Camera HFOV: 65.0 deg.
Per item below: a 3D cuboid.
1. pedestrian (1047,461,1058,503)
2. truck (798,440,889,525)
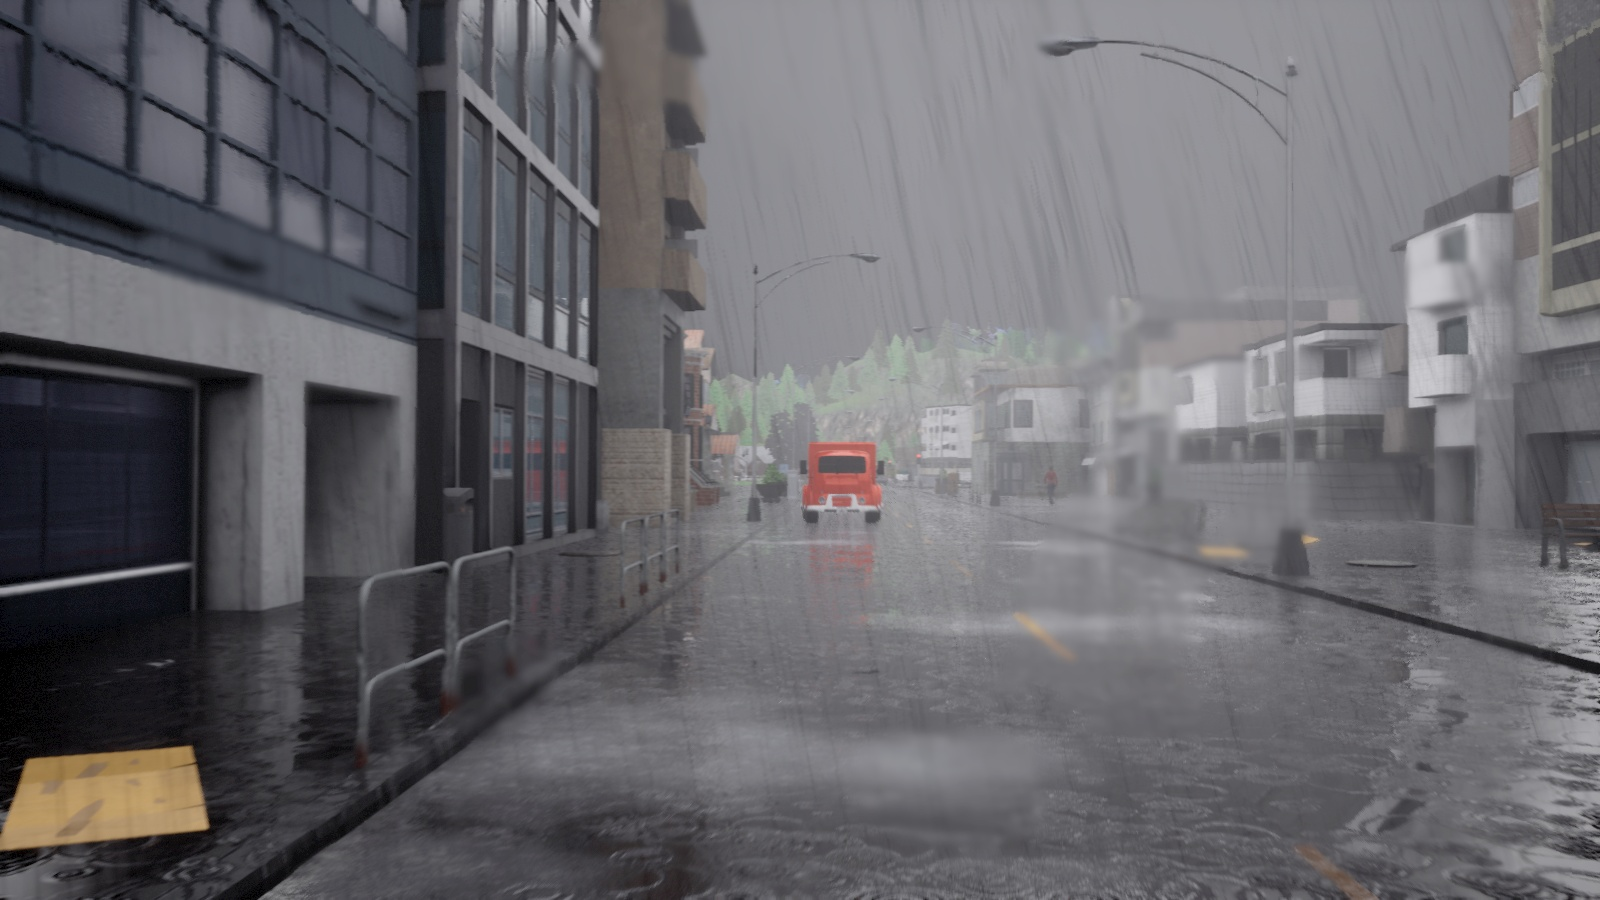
[{"bbox_3d":[11.302,1.432,56.181,0.331,1.846,0.636,0,-1,1],"label":"pedestrian"},{"bbox_3d":[1.357,0.979,39.191,2.627,2.467,5.204,0,-1,2],"label":"truck"}]
